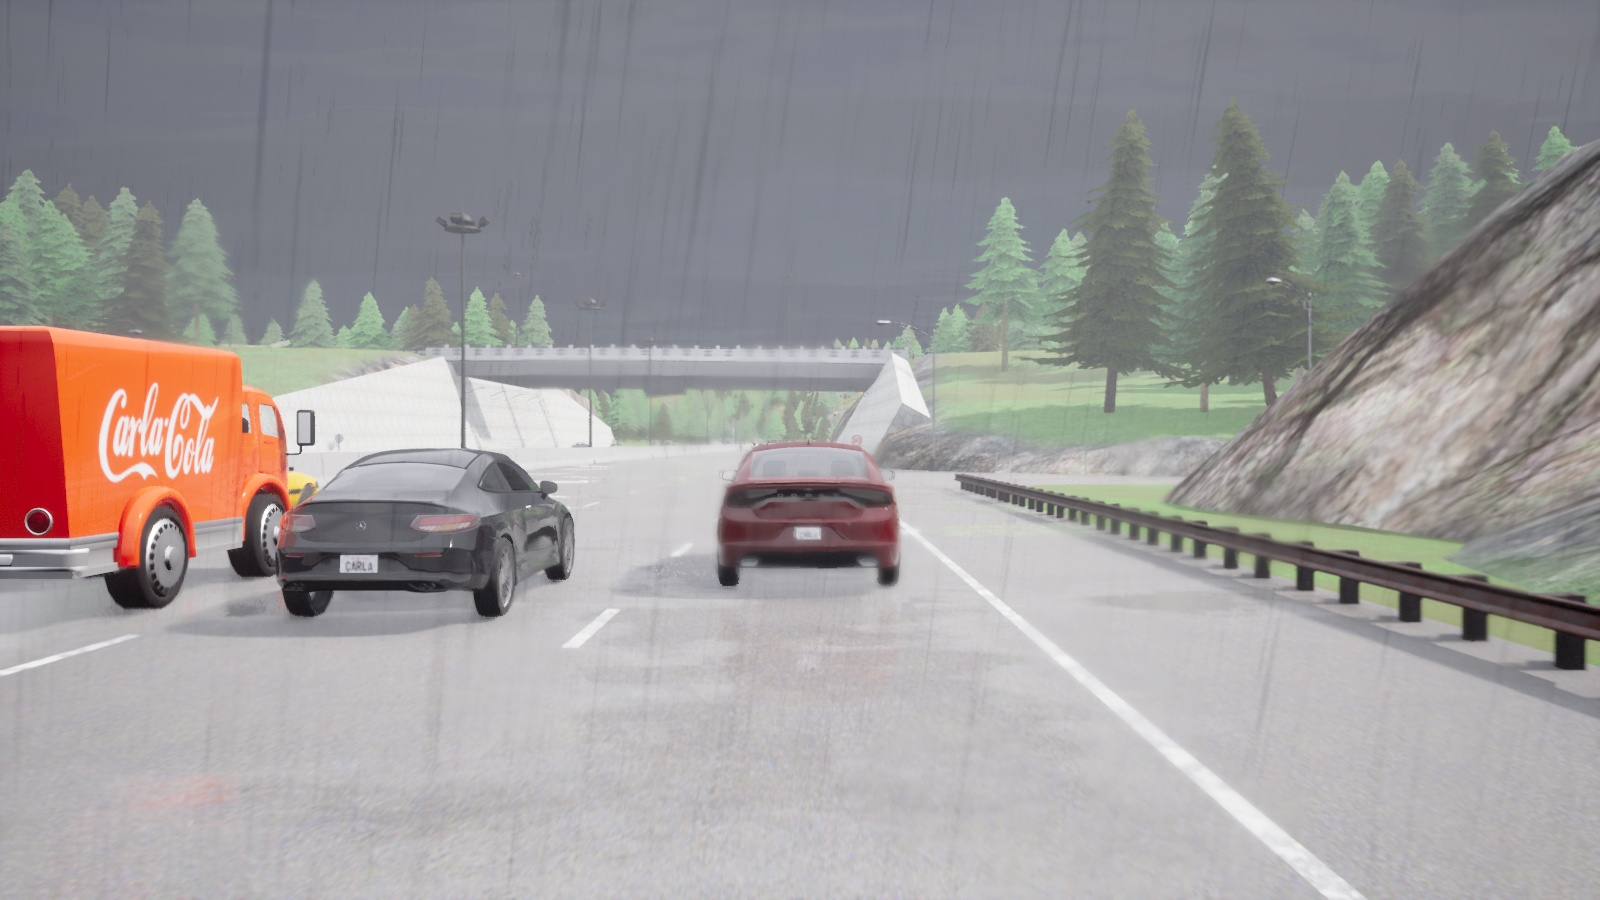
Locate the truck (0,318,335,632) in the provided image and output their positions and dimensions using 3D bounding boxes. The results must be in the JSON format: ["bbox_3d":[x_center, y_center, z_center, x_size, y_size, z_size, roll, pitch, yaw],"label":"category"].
[{"bbox_3d":[-6.913,0.184,12.477,2.627,2.467,5.204,0,0,0],"label":"truck"}]

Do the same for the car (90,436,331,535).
[{"bbox_3d":[-10.356,0.549,22.615,1.801,1.575,5.366,0,0,0],"label":"car"}]

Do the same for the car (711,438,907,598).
[{"bbox_3d":[0.098,0.642,14.595,1.882,1.535,5.008,0,0,0],"label":"car"}]

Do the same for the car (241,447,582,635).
[{"bbox_3d":[-3.416,0.701,12.065,1.812,1.442,4.674,0,0,0],"label":"car"}]
